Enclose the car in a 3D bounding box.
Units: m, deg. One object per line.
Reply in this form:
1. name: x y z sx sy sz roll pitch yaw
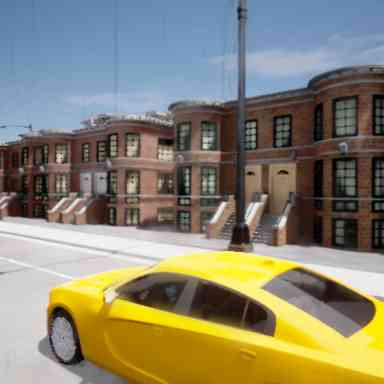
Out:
1. car: 0.164 1.501 4.079 5.008 1.535 1.882 0 0 37
